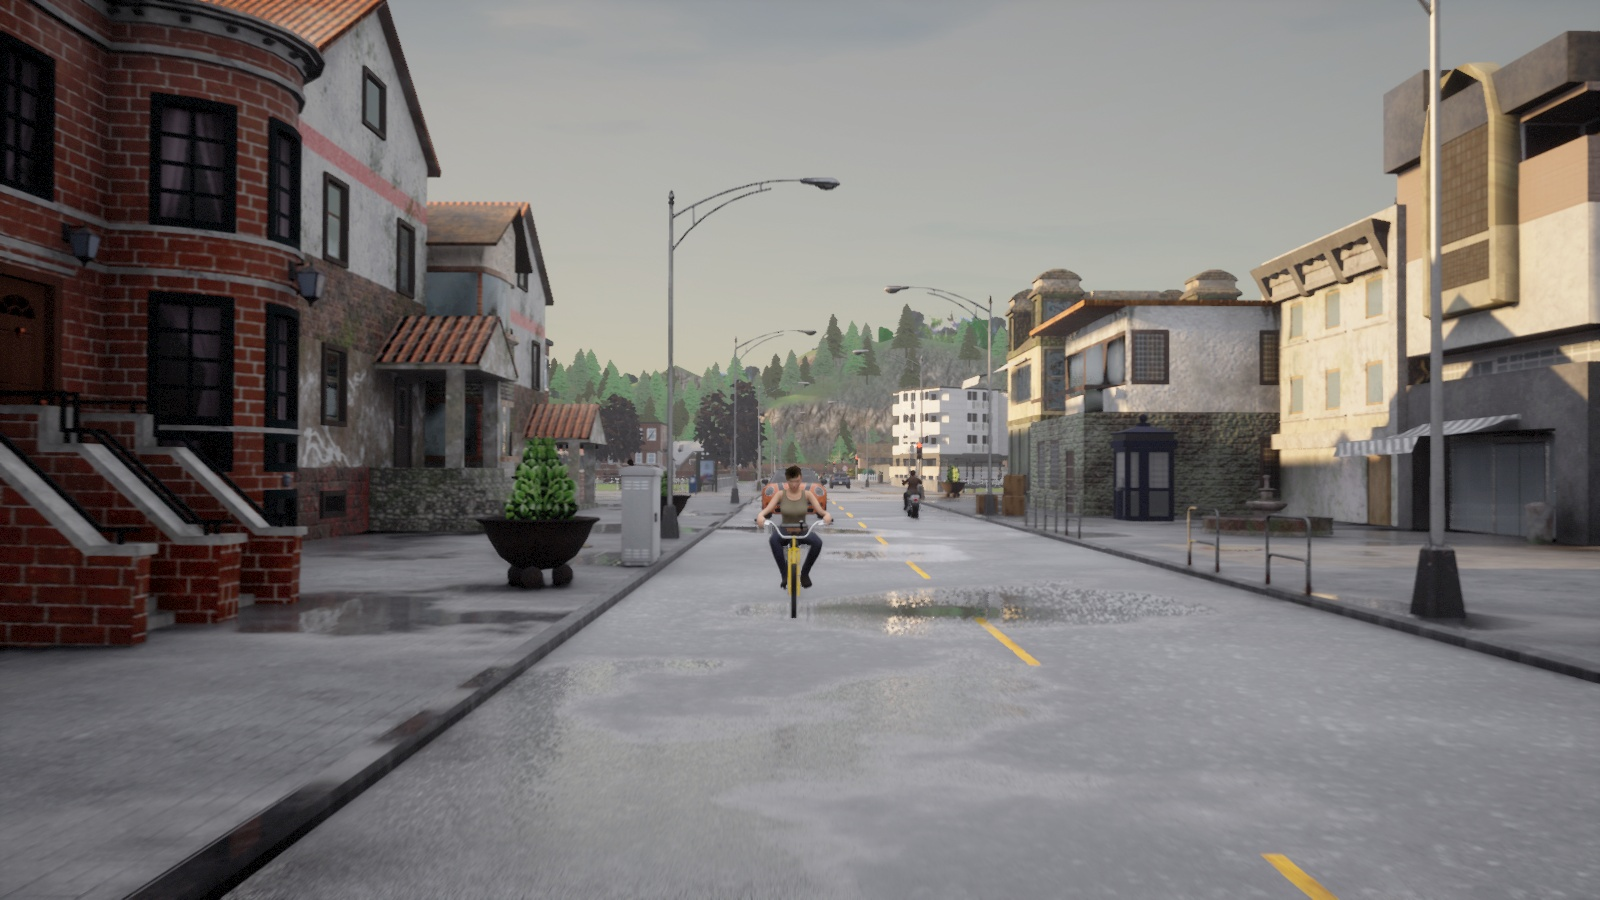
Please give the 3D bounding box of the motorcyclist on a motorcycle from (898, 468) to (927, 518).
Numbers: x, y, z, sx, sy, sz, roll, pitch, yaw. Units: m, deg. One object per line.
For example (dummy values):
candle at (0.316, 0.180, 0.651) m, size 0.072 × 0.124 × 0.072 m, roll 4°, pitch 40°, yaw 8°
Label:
motorcyclist on a motorcycle at (3.826, 1.453, 42.830) m, size 0.766 × 1.649 × 2.350 m, roll 0°, pitch -1°, yaw 0°

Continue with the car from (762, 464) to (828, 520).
car at (-0.171, 1.365, 42.055) m, size 2.097 × 1.767 × 4.553 m, roll 0°, pitch -1°, yaw 0°

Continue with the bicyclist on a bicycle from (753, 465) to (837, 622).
bicyclist on a bicycle at (-0.057, 0.976, 13.710) m, size 0.866 × 1.612 × 1.509 m, roll 0°, pitch -1°, yaw 0°
